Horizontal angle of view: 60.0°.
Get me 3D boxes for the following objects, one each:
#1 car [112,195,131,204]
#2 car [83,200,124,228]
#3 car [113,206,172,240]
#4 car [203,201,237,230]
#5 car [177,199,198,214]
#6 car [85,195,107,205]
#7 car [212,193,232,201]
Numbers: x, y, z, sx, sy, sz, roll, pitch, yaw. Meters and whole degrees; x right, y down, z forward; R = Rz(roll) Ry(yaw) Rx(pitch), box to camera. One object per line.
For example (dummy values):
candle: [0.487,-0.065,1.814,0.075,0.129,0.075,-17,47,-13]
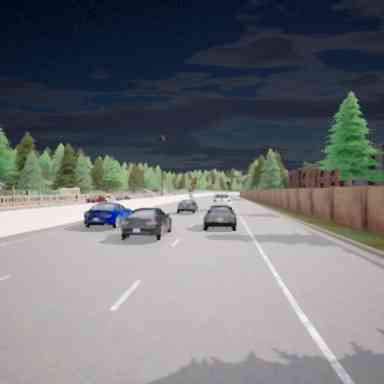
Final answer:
car: [-12.314,1.339,58.452,1.812,1.442,4.674,0,0,6]
car: [-5.222,1.405,21.322,1.882,1.535,5.008,0,0,5]
car: [-2.150,1.477,16.499,1.812,1.442,4.674,0,0,5]
car: [1.771,1.521,20.907,1.994,1.385,4.181,0,0,5]
car: [-0.418,1.463,34.689,2.033,1.411,5.357,0,0,6]
car: [-16.082,1.280,55.871,1.882,1.535,5.008,0,0,6]
car: [3.634,1.141,40.195,2.150,2.045,5.566,0,0,6]
